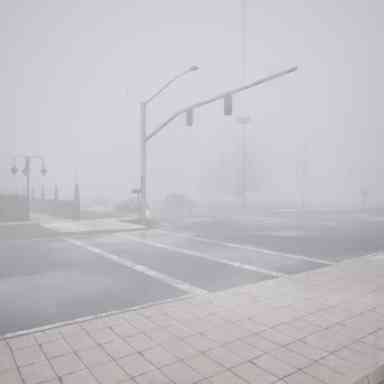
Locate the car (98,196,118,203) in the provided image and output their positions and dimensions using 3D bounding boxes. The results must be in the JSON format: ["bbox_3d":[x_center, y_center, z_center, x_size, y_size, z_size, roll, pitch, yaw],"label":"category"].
[{"bbox_3d":[-17.111,1.518,67.383,2.033,1.411,5.357,0,0,-36],"label":"car"}]

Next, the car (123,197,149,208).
[{"bbox_3d":[-8.440,1.505,49.404,1.837,1.490,4.892,0,0,-36],"label":"car"}]

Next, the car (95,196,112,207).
[{"bbox_3d":[-14.364,1.505,51.590,1.837,1.490,4.892,0,0,-36],"label":"car"}]

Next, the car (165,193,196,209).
[{"bbox_3d":[-1.691,1.222,46.093,2.150,2.045,5.566,0,0,-36],"label":"car"}]

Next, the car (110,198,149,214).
[{"bbox_3d":[-6.564,1.601,34.953,1.895,1.301,4.718,0,0,-36],"label":"car"}]

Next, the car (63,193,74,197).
[{"bbox_3d":[-23.463,1.206,64.207,2.150,2.045,5.566,0,1,-36],"label":"car"}]

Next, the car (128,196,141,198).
[{"bbox_3d":[-7.456,1.547,42.116,2.033,1.411,5.357,0,0,-36],"label":"car"}]

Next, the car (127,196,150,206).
[{"bbox_3d":[-9.024,1.503,56.156,1.837,1.490,4.892,0,0,-36],"label":"car"}]

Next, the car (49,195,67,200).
[{"bbox_3d":[-24.633,1.601,59.807,1.895,1.301,4.718,0,0,-36],"label":"car"}]

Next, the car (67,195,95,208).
[{"bbox_3d":[-16.030,1.526,47.933,1.812,1.442,4.674,0,0,-36],"label":"car"}]

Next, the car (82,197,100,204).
[{"bbox_3d":[-19.791,1.601,65.088,1.895,1.301,4.718,0,0,-36],"label":"car"}]
